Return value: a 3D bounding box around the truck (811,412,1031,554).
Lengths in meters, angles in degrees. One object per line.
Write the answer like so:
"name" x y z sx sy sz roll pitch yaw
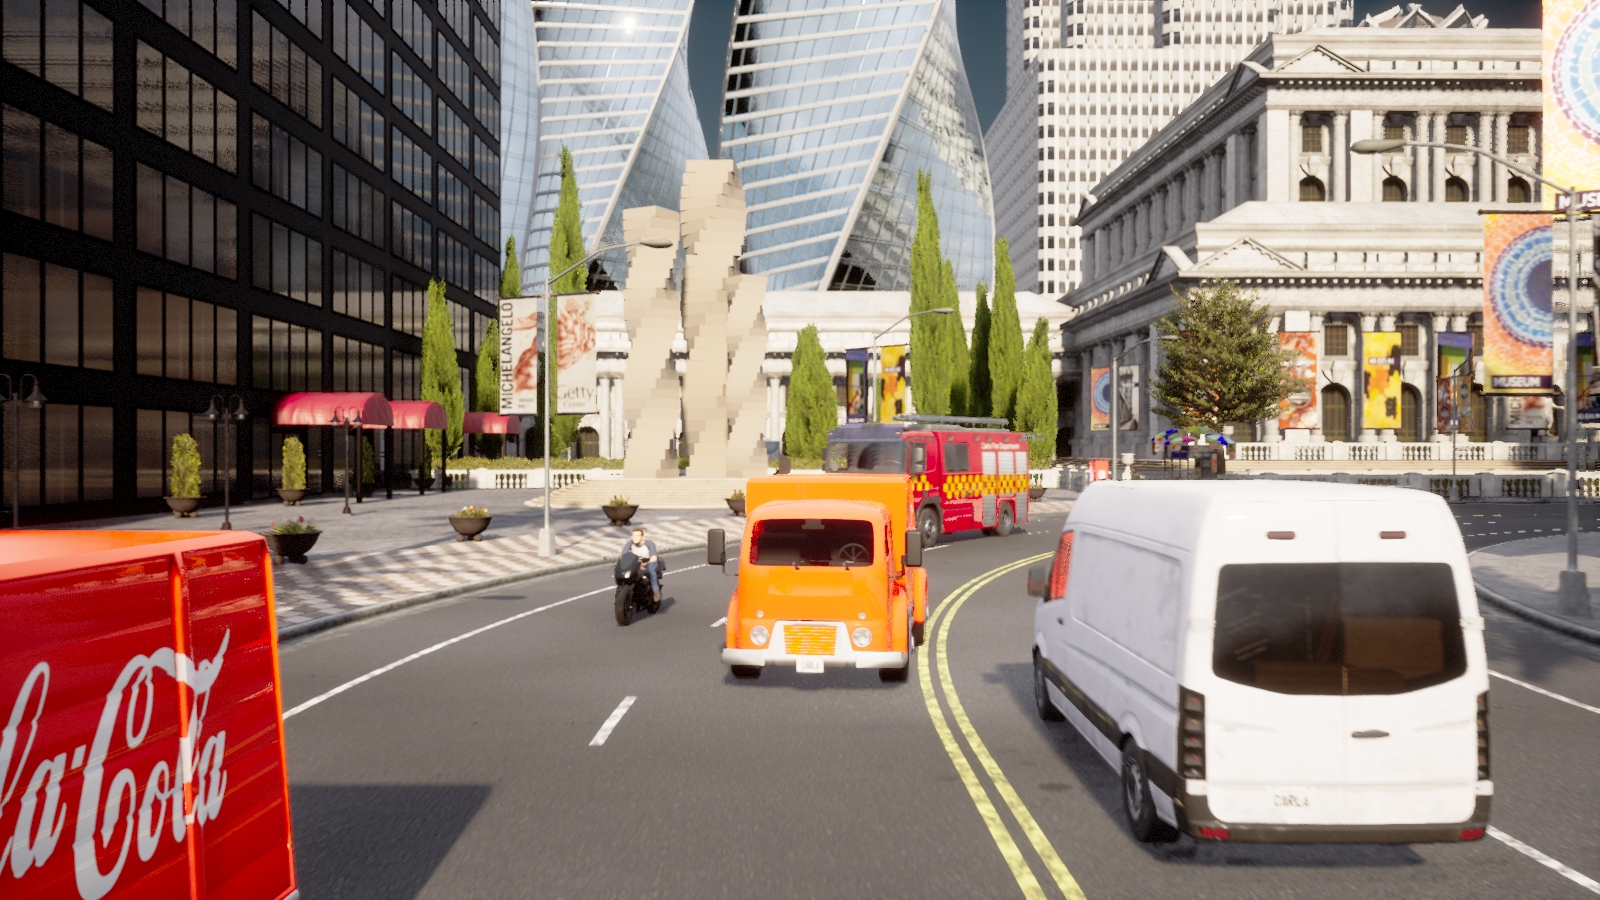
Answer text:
"truck" 3.952 0.891 35.027 2.891 3.827 8.468 0 0 36

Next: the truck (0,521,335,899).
"truck" -3.524 1.568 2.813 2.627 2.467 5.204 0 0 0

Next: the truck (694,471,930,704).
"truck" 0.414 1.568 15.351 2.627 2.467 5.204 0 0 7

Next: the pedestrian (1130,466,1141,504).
"pedestrian" 16.306 1.697 55.551 0.375 1.860 0.375 0 0 -35

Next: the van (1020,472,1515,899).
"van" 3.426 1.534 9.947 1.988 2.561 5.915 0 0 1
